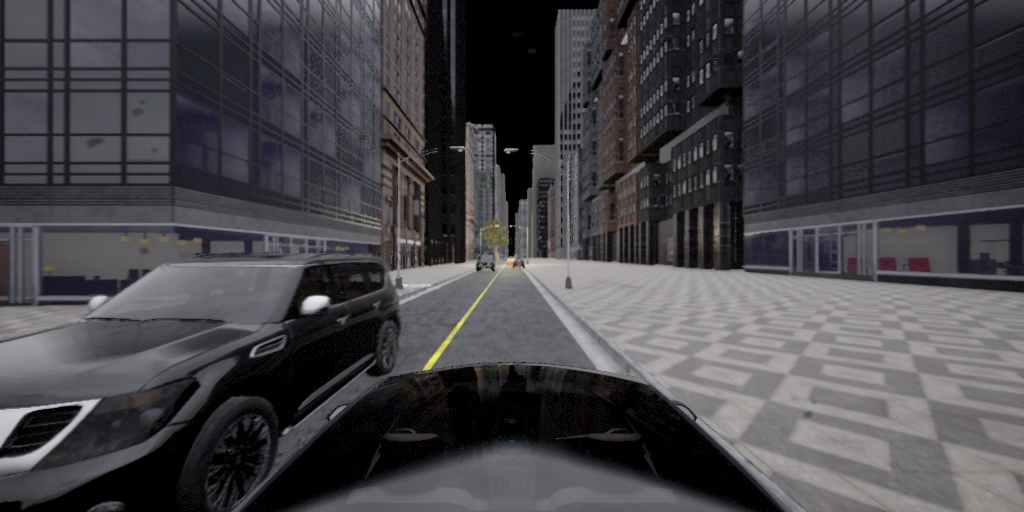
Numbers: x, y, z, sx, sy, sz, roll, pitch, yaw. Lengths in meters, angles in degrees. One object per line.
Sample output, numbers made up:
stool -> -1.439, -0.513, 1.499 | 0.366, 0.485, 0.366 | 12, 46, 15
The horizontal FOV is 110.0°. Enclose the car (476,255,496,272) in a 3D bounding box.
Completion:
car -> -3.092, 0.855, 43.312 | 2.150, 2.045, 5.566 | 0, 0, 0

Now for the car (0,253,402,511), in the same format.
car -> -3.099, 0.967, 4.471 | 2.150, 2.045, 5.566 | 0, 0, 0

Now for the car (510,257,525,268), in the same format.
car -> 1.046, 1.132, 54.884 | 1.812, 1.442, 4.674 | 0, 0, 0
